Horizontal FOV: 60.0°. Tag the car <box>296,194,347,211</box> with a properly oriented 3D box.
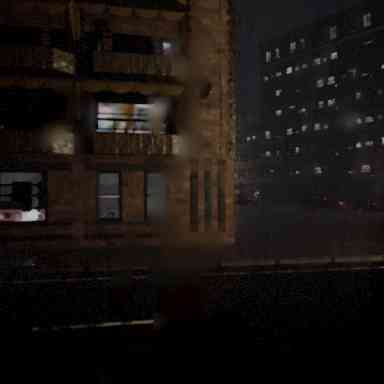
[{"bbox_3d":[15.113,1.208,38.415,2.192,1.841,5.009,2,-1,-42],"label":"car"}]

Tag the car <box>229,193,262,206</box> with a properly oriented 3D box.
[{"bbox_3d":[7.977,1.083,50.180,2.097,1.767,4.553,0,1,-42],"label":"car"}]

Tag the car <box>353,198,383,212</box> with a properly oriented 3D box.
[{"bbox_3d":[18.885,1.542,34.238,1.802,1.307,4.206,2,-1,-42],"label":"car"}]

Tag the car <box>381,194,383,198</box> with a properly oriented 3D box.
[{"bbox_3d":[22.324,1.216,34.280,2.150,2.045,5.566,0,1,-42],"label":"car"}]

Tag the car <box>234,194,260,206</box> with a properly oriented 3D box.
[{"bbox_3d":[7.544,1.298,46.769,1.887,1.381,4.507,2,-1,-42],"label":"car"}]

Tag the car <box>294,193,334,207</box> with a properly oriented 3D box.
[{"bbox_3d":[17.614,1.164,48.139,2.192,1.841,5.009,2,0,-42],"label":"car"}]
